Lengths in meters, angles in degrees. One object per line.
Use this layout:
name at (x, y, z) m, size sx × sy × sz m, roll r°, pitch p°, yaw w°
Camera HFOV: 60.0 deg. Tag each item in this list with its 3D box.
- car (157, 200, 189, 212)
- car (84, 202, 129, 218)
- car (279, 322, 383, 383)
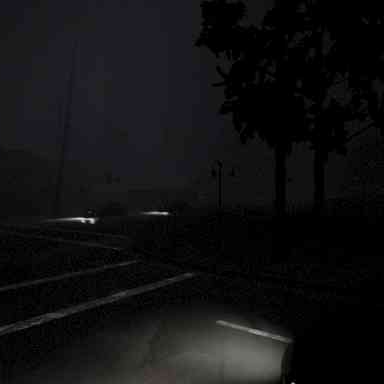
car at (-2.120, 1.564, 38.553) m, size 1.994 × 1.385 × 4.181 m, roll 0°, pitch 0°, yaw 34°
car at (-7.708, 1.564, 30.267) m, size 1.994 × 1.385 × 4.181 m, roll 0°, pitch 0°, yaw 34°
car at (2.850, 1.526, 1.942) m, size 4.674 × 1.442 × 1.812 m, roll 0°, pitch 0°, yaw 36°
